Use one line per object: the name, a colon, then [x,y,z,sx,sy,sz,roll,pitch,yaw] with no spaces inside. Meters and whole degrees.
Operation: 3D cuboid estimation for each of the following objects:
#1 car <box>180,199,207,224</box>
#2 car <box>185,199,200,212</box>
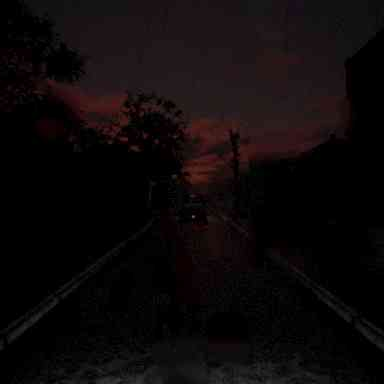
car: [0.090,1.499,24.837,1.882,1.535,5.008,0,0,0]
car: [0.079,1.640,42.150,1.837,1.490,4.892,0,-1,0]
